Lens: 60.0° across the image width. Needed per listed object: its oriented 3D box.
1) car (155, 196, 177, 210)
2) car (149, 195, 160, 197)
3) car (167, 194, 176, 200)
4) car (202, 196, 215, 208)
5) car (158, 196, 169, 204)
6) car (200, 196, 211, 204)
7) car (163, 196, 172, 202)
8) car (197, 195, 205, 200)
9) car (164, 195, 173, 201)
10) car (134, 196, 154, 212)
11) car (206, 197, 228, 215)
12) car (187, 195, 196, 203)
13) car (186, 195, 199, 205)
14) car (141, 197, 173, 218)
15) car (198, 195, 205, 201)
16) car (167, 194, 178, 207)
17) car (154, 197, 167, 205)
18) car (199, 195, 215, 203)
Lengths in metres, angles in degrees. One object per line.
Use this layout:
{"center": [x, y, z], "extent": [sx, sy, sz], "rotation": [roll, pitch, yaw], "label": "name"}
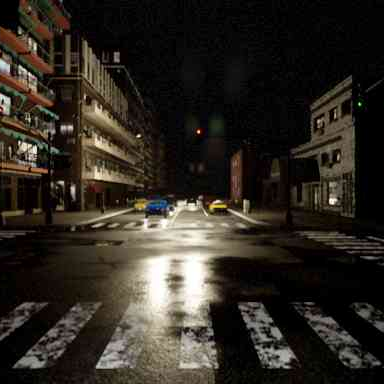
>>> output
{"center": [-3.130, 1.534, 39.950], "extent": [1.812, 1.442, 4.674], "rotation": [0, 0, 0], "label": "car"}
{"center": [-5.748, 1.331, 50.420], "extent": [2.192, 1.841, 5.009], "rotation": [0, 0, 0], "label": "car"}
{"center": [-5.802, 1.396, 94.734], "extent": [2.192, 1.841, 5.009], "rotation": [0, 0, 0], "label": "car"}
{"center": [2.639, 1.593, 44.891], "extent": [1.802, 1.307, 4.206], "rotation": [0, 0, 0], "label": "car"}
{"center": [-5.769, 1.560, 66.867], "extent": [1.752, 1.417, 4.829], "rotation": [0, 0, 0], "label": "car"}
{"center": [2.612, 1.585, 67.048], "extent": [2.008, 1.369, 4.403], "rotation": [0, 0, 0], "label": "car"}
{"center": [-5.782, 1.596, 78.116], "extent": [1.887, 1.381, 4.507], "rotation": [0, 0, 0], "label": "car"}
{"center": [2.578, 1.632, 94.744], "extent": [2.008, 1.369, 4.403], "rotation": [0, 0, 0], "label": "car"}
{"center": [-5.789, 1.500, 83.655], "extent": [1.967, 1.590, 4.097], "rotation": [0, 0, 0], "label": "car"}
{"center": [-5.735, 1.533, 39.171], "extent": [1.752, 1.417, 4.829], "rotation": [0, 0, 0], "label": "car"}
{"center": [2.652, 1.530, 33.983], "extent": [1.752, 1.417, 4.829], "rotation": [0, 0, 0], "label": "car"}
{"center": [-0.084, 1.406, 70.619], "extent": [1.882, 1.535, 5.008], "rotation": [0, 0, 0], "label": "car"}
{"center": [-0.072, 1.573, 60.199], "extent": [2.033, 1.411, 5.357], "rotation": [0, 0, 0], "label": "car"}
{"center": [-3.136, 1.481, 30.672], "extent": [1.882, 1.535, 5.008], "rotation": [0, 0, 0], "label": "car"}
{"center": [2.584, 1.596, 89.375], "extent": [1.752, 1.417, 4.829], "rotation": [0, 0, 0], "label": "car"}
{"center": [-3.135, 1.520, 50.018], "extent": [1.837, 1.490, 4.892], "rotation": [0, 0, 0], "label": "car"}
{"center": [-5.762, 1.578, 61.498], "extent": [2.008, 1.369, 4.403], "rotation": [0, 0, 0], "label": "car"}
{"center": [2.633, 1.331, 50.431], "extent": [2.192, 1.841, 5.009], "rotation": [0, 0, 0], "label": "car"}
